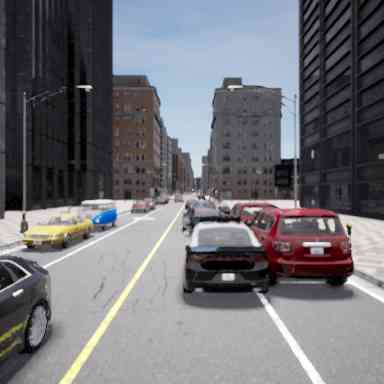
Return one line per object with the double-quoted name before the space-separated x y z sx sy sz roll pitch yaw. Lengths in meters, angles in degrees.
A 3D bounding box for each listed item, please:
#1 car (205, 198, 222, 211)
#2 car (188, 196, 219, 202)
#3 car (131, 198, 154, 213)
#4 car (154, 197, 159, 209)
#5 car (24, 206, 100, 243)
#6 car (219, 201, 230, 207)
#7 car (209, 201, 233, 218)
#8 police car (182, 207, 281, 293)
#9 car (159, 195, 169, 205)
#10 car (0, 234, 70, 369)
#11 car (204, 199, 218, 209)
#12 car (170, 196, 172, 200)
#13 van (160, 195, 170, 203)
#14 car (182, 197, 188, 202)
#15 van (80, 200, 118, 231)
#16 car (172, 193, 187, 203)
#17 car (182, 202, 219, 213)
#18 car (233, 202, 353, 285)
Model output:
"car" 2.720 1.547 43.331 1.967 1.590 4.097 0 0 0
"car" 0.930 1.427 24.931 2.097 1.767 4.553 0 0 0
"car" -5.813 1.681 37.726 1.802 1.307 4.206 0 0 0
"car" -5.806 1.547 43.367 1.967 1.590 4.097 0 0 0
"car" -5.843 1.575 14.995 1.752 1.417 4.829 0 0 0
"car" 2.684 1.365 15.134 2.192 1.841 5.009 0 0 0
"car" 2.706 1.641 32.053 2.008 1.369 4.403 0 0 0
"police car" 0.767 1.453 9.087 1.930 1.638 5.238 -1 0 1
"car" -5.785 1.694 60.286 1.947 1.339 4.313 0 0 0
"car" -3.097 1.517 3.355 1.837 1.490 4.892 0 0 0
"car" 2.727 1.696 48.971 1.802 1.307 4.206 0 0 0
"car" -5.778 1.451 65.926 2.192 1.841 5.009 0 0 0
"van" -5.771 1.482 71.568 1.690 1.788 3.998 0 0 0
"car" 0.072 1.674 46.069 1.994 1.385 4.181 0 0 2
"van" -5.835 1.408 20.807 1.690 1.788 3.998 0 0 0
"car" -2.909 1.492 75.135 2.097 1.767 4.553 0 0 0
"car" 0.562 1.539 18.868 1.882 1.535 5.008 0 0 -8
"car" 2.677 1.348 9.494 2.192 1.841 5.009 0 0 0
